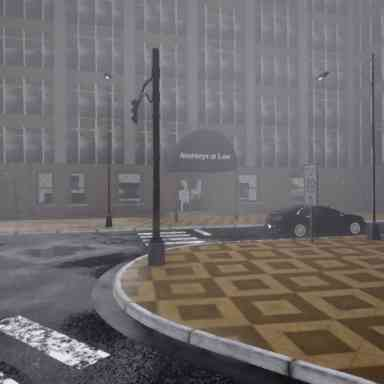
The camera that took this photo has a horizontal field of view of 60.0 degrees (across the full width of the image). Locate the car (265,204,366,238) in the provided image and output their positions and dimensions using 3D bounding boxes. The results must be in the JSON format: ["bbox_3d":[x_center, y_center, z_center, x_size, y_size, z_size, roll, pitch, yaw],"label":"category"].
[{"bbox_3d":[5.948,1.321,15.996,4.892,1.490,1.837,0,0,-14],"label":"car"}]
